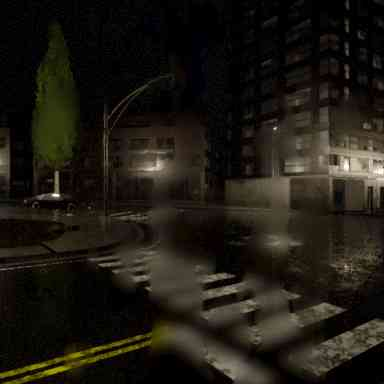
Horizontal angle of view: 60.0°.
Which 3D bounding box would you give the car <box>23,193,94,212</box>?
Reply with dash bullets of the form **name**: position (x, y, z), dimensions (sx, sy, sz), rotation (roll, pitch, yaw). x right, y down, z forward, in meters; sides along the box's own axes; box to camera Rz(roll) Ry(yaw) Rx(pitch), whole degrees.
- **car**: position (-10.548, 0.786, 26.294), dimensions (5.357, 1.411, 2.033), rotation (1, 0, 11)
